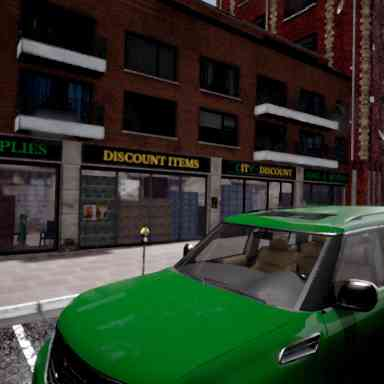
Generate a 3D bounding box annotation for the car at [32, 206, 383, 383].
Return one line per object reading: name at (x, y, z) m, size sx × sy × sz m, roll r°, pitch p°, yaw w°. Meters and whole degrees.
car at (1.259, 1.224, 3.841) m, size 5.566 × 2.045 × 2.150 m, roll 0°, pitch 0°, yaw -35°
